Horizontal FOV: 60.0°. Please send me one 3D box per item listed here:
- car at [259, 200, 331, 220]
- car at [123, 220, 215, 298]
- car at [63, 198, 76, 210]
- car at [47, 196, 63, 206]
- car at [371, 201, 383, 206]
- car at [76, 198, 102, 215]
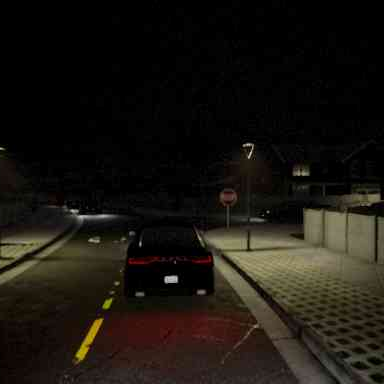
[{"bbox_3d":[7.971,1.331,25.456,5.357,1.411,2.033,-1,1,-9],"label":"car"},{"bbox_3d":[-0.636,1.466,8.626,1.882,1.535,5.008,0,0,-6],"label":"car"},{"bbox_3d":[-14.910,1.458,42.861,1.812,1.442,4.674,0,0,-30],"label":"car"},{"bbox_3d":[-21.496,1.410,52.752,1.882,1.535,5.008,0,0,-37],"label":"car"},{"bbox_3d":[15.132,1.211,23.545,4.902,1.511,2.128,-1,1,-9],"label":"car"},{"bbox_3d":[-10.444,1.448,34.027,1.837,1.490,4.892,0,0,-24],"label":"car"}]
